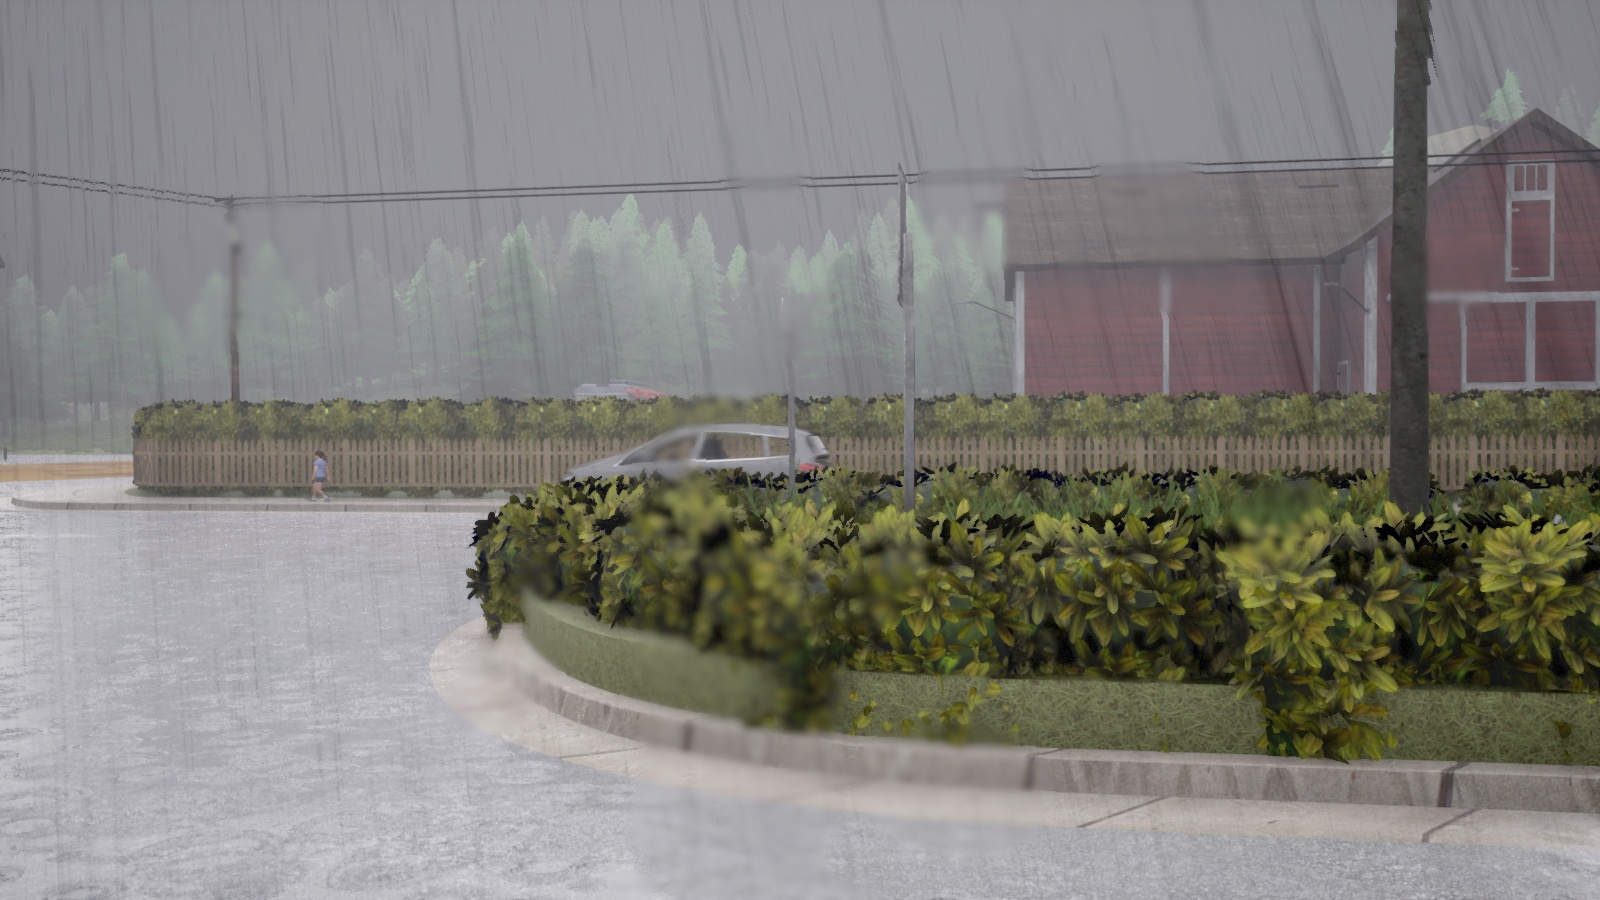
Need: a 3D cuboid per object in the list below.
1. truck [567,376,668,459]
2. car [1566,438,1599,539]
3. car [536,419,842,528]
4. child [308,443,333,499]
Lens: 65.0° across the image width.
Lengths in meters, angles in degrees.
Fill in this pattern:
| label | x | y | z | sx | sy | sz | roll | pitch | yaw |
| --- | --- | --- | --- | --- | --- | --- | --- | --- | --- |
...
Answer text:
| label | x | y | z | sx | sy | sz | roll | pitch | yaw |
| --- | --- | --- | --- | --- | --- | --- | --- | --- | --- |
| truck | -8.859 | -1.583 | 62.040 | 2.891 | 3.827 | 8.468 | 0 | 1 | 6 |
| car | 14.156 | 0.583 | 18.153 | 4.792 | 1.488 | 2.163 | 0 | 1 | 9 |
| car | -1.746 | 0.334 | 20.683 | 4.611 | 1.667 | 2.242 | 0 | 1 | 9 |
| child | -9.696 | 0.422 | 25.415 | 0.394 | 1.110 | 0.255 | 0 | 1 | 9 |
